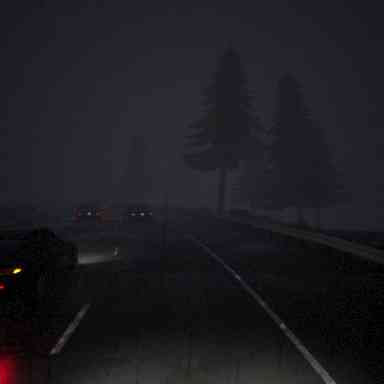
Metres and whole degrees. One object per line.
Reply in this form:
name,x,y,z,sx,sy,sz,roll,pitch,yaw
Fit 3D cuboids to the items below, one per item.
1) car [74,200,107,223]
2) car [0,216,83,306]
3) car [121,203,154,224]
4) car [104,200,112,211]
car,-7.993,1.581,25.528,2.033,1.411,5.357,0,0,-19
car,-4.082,1.542,7.865,1.812,1.442,4.674,0,0,-6
car,-4.162,1.568,25.023,2.033,1.411,5.357,0,0,-18
car,-11.521,1.650,41.494,1.895,1.301,4.718,0,0,-29
